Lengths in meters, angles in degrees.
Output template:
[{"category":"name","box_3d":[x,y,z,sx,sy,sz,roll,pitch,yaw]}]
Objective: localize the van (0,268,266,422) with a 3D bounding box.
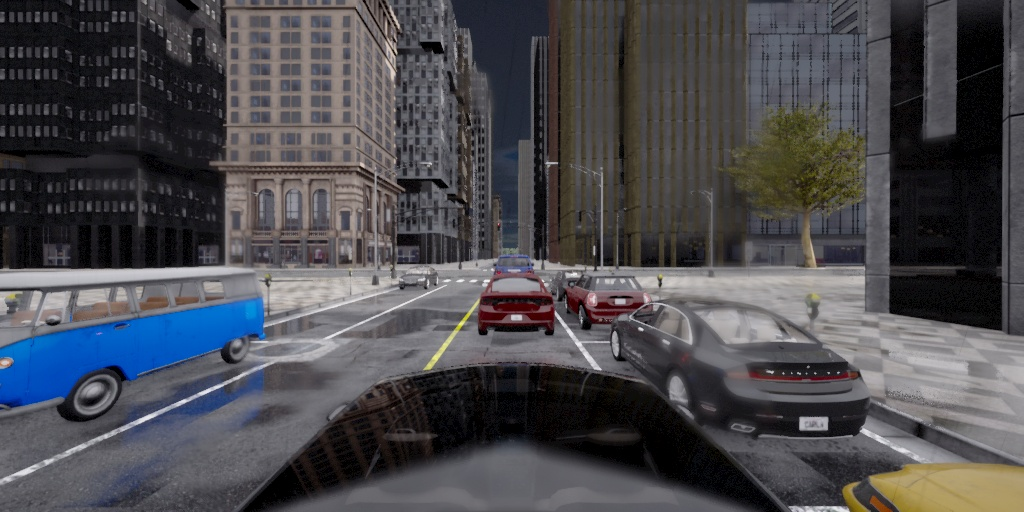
[{"category":"van","box_3d":[-5.756,1.090,5.478,1.690,1.789,3.998,0,0,0]}]

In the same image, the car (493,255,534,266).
[{"category":"car","box_3d":[0.103,0.966,20.378,2.150,2.045,5.566,0,0,0]}]

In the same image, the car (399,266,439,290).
[{"category":"car","box_3d":[-5.732,1.294,22.401,2.007,1.370,4.403,0,0,0]}]

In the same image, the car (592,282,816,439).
[{"category":"car","box_3d":[2.769,1.300,5.467,2.007,1.370,4.403,0,0,0]}]

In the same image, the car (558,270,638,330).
[{"category":"car","box_3d":[2.777,1.187,11.108,1.967,1.591,4.097,0,0,0]}]

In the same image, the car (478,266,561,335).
[{"category":"car","box_3d":[0.106,1.225,10.494,1.882,1.535,5.008,0,0,0]}]
